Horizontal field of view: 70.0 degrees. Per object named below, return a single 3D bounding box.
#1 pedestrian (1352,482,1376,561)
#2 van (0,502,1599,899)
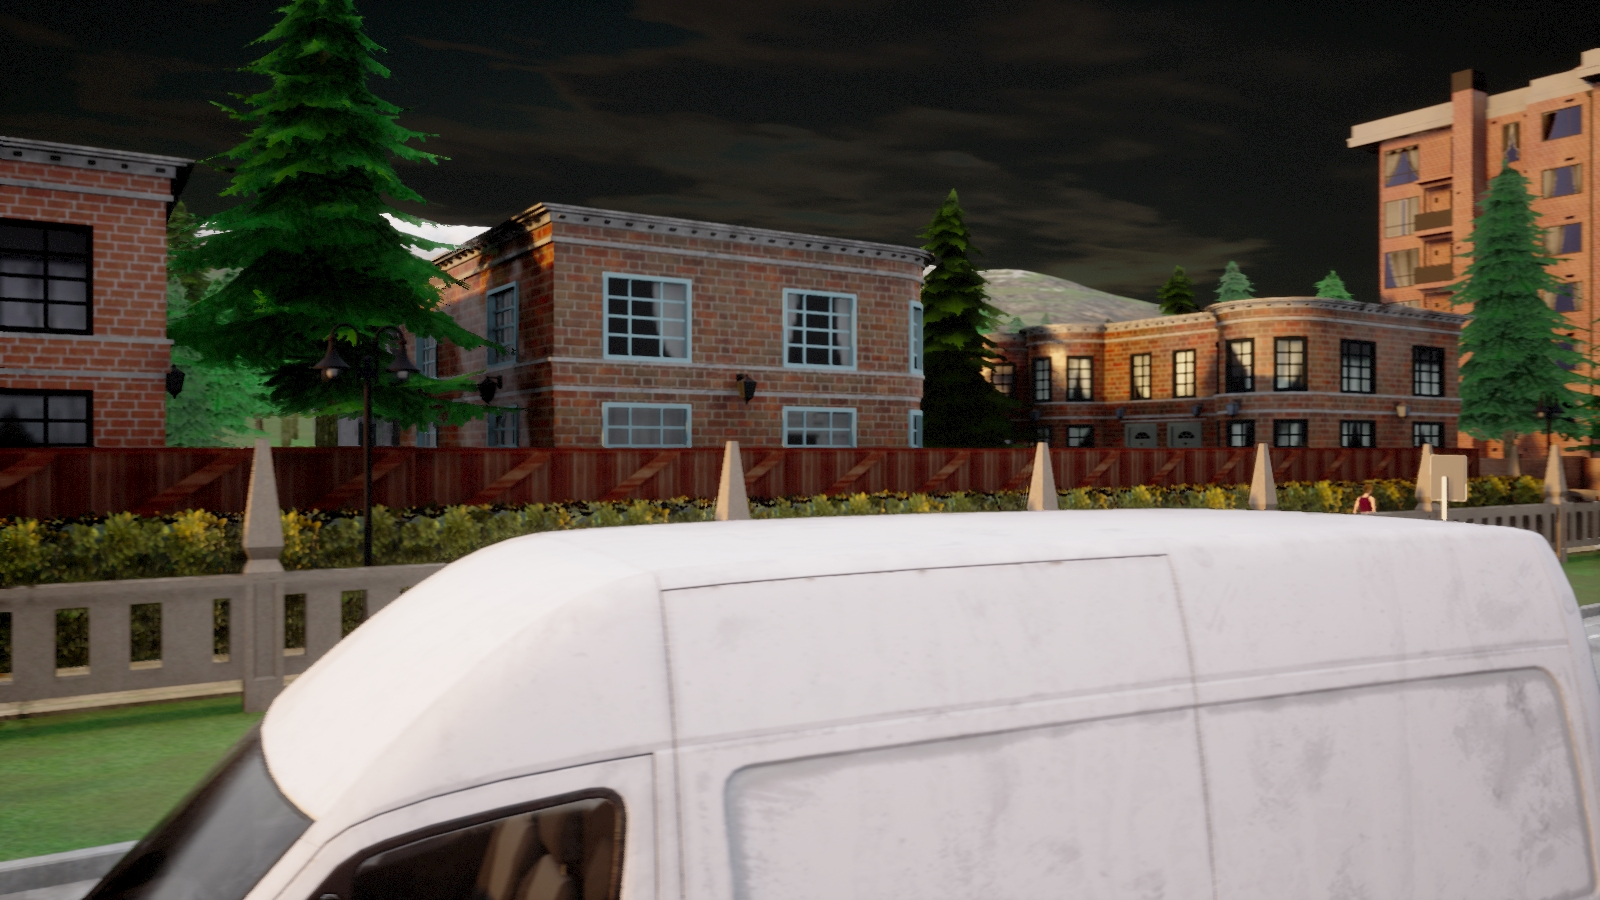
[{"bbox_3d":[13.427,1.699,27.212,0.375,1.860,0.375,0,0,-33],"label":"pedestrian"},{"bbox_3d":[-0.142,1.536,3.575,5.915,2.561,1.988,0,0,-24],"label":"van"}]
